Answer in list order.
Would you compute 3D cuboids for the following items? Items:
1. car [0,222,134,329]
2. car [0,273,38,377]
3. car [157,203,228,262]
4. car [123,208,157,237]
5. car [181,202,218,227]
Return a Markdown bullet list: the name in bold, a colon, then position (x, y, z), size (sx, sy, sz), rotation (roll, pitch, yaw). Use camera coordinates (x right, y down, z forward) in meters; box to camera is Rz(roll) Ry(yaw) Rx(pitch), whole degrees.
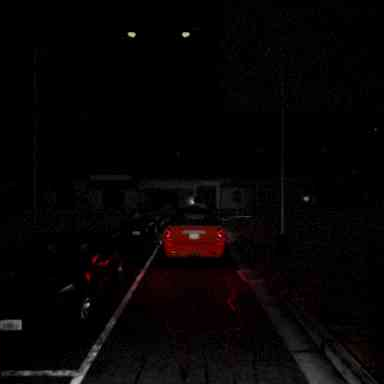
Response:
- **car**: position (-2.642, 1.568, 7.032), size (1.947, 1.339, 4.313), rotation (0, 0, 0)
- **car**: position (-2.640, 1.582, 1.580), size (1.802, 1.307, 4.206), rotation (0, 0, 0)
- **car**: position (0.077, 1.356, 12.234), size (2.097, 1.767, 4.553), rotation (0, 0, 0)
- **car**: position (-2.645, 1.571, 17.937), size (1.947, 1.339, 4.313), rotation (0, 0, 0)
- **car**: position (0.655, 1.533, 23.812), size (1.812, 1.442, 4.674), rotation (0, 0, 11)
